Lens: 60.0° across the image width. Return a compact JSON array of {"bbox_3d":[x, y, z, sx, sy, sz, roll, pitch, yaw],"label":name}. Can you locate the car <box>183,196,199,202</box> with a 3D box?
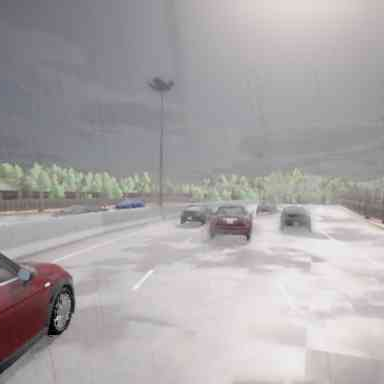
[{"bbox_3d":[-0.101,1.473,55.488,1.812,1.442,4.674,0,0,20],"label":"car"}]

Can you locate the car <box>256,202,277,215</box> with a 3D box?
[{"bbox_3d":[8.644,1.822,38.442,2.033,1.411,5.357,0,0,20],"label":"car"}]

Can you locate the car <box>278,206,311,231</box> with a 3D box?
[{"bbox_3d":[6.832,1.672,22.173,1.837,1.490,4.892,0,0,15],"label":"car"}]

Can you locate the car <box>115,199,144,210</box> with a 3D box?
[{"bbox_3d":[-8.159,1.701,43.826,1.882,1.535,5.008,0,-1,21],"label":"car"}]

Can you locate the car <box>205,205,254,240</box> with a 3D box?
[{"bbox_3d":[2.257,1.472,18.108,2.097,1.767,4.553,0,0,12],"label":"car"}]

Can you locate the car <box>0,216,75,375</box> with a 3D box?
[{"bbox_3d":[-3.140,1.361,3.942,2.097,1.767,4.553,0,0,3],"label":"car"}]

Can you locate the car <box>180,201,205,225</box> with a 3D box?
[{"bbox_3d":[0.469,1.681,25.385,1.812,1.442,4.674,0,0,16],"label":"car"}]

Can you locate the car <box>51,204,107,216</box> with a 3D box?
[{"bbox_3d":[-7.620,1.578,22.832,1.882,1.535,5.008,0,0,14],"label":"car"}]
